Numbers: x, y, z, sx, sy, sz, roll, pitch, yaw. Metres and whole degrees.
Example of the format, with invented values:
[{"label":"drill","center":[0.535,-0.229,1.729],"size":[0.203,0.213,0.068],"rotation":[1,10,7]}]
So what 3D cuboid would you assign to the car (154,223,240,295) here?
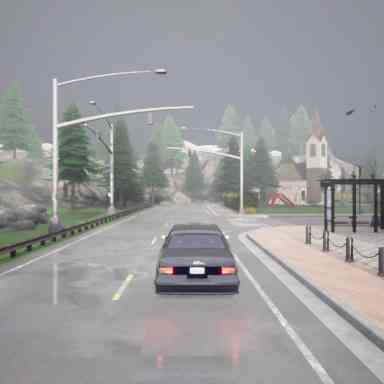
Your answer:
[{"label":"car","center":[0.096,1.547,8.855],"size":[2.033,1.411,5.357],"rotation":[0,0,0]}]
